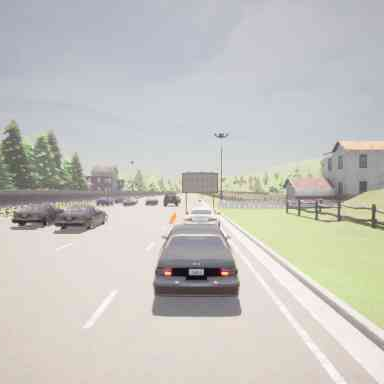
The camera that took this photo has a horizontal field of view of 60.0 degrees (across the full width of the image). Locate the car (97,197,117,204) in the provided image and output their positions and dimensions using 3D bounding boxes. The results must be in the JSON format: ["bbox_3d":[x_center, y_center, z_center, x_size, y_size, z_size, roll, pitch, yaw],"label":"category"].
[{"bbox_3d":[-13.830,1.526,52.789,1.812,1.442,4.674,0,0,0],"label":"car"}]

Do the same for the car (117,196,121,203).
[{"bbox_3d":[-13.812,1.564,65.397,1.994,1.385,4.181,0,0,0],"label":"car"}]

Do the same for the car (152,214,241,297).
[{"bbox_3d":[0.109,1.547,8.742,2.033,1.411,5.357,0,0,1],"label":"car"}]

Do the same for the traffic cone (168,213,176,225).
[{"bbox_3d":[-1.457,1.955,23.098,0.340,0.580,0.340,0,0,0],"label":"traffic cone"}]

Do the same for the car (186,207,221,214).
[{"bbox_3d":[0.596,1.538,18.414,1.812,1.442,4.674,0,-1,5],"label":"car"}]

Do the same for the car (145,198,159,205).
[{"bbox_3d":[-6.824,1.600,57.387,1.895,1.301,4.718,0,0,0],"label":"car"}]

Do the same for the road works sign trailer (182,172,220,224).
[{"bbox_3d":[0.517,0.464,22.027,2.380,3.560,2.880,0,0,-5],"label":"road works sign trailer"}]

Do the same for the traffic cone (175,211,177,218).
[{"bbox_3d":[-1.454,1.955,25.098,0.340,0.580,0.340,0,0,0],"label":"traffic cone"}]

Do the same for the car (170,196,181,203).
[{"bbox_3d":[-3.308,1.564,68.494,1.994,1.385,4.181,0,0,0],"label":"car"}]

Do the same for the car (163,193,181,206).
[{"bbox_3d":[-3.329,1.221,53.279,2.150,2.045,5.566,0,0,0],"label":"car"}]

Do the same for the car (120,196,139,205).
[{"bbox_3d":[-10.326,1.600,56.605,1.895,1.301,4.718,0,0,0],"label":"car"}]

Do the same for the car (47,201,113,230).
[{"bbox_3d":[-6.873,1.547,21.136,2.033,1.411,5.357,0,0,0],"label":"car"}]

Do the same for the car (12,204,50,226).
[{"bbox_3d":[-10.371,1.547,23.203,2.033,1.411,5.357,0,0,0],"label":"car"}]
